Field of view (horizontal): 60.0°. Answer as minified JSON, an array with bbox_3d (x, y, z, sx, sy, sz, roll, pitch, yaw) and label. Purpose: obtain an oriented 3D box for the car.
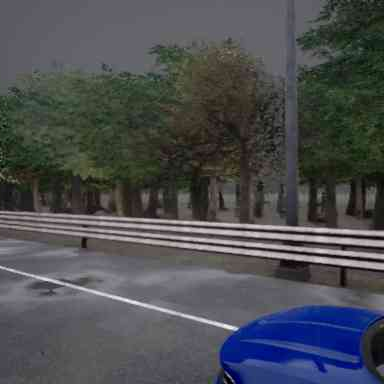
[{"bbox_3d":[2.491,1.474,2.101,5.008,1.535,1.882,0,0,35],"label":"car"}]
